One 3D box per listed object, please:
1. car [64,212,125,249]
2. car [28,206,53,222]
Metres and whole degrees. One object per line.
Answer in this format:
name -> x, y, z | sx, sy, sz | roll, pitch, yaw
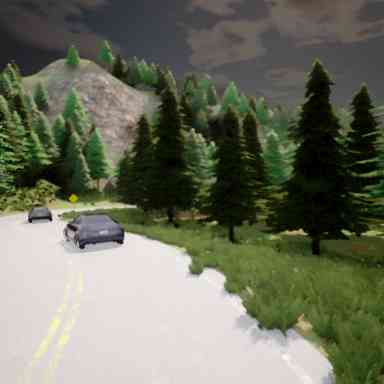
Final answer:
car -> -4.631, 1.656, 15.444 | 1.994, 1.385, 4.181 | -3, 1, -30
car -> -14.218, 2.020, 31.241 | 1.994, 1.385, 4.181 | -2, 0, -24
